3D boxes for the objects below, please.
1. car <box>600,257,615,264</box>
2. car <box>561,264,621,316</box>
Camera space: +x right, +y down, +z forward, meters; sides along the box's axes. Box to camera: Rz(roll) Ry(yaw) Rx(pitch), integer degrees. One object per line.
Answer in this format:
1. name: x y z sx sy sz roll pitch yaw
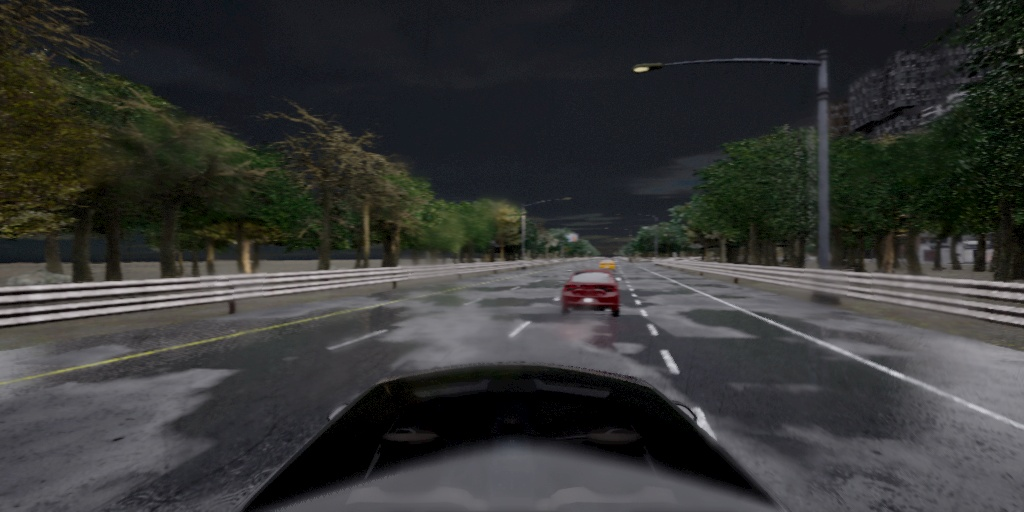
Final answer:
1. car: 12.862 1.250 48.352 1.882 1.535 5.008 0 0 16
2. car: 3.067 1.236 13.611 1.882 1.535 5.008 0 0 16
